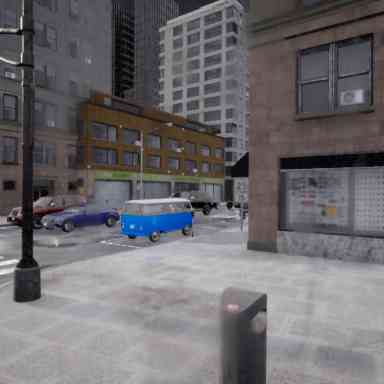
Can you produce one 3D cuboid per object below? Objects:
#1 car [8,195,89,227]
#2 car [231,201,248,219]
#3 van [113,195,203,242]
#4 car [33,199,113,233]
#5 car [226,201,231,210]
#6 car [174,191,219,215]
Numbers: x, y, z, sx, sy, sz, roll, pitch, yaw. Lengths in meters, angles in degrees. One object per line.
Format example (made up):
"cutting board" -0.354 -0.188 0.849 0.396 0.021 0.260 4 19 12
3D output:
"car" -8.399 1.123 20.372 2.192 1.841 5.009 1 1 35
"car" 5.036 1.280 24.614 2.008 1.369 4.403 1 1 35
"van" -1.439 1.208 15.451 1.690 1.788 3.998 1 1 35
"car" -6.177 1.351 18.926 1.812 1.442 4.674 0 1 35
"car" 5.458 1.178 35.369 1.895 1.301 4.718 1 1 36
"car" -0.405 0.924 27.082 2.150 2.045 5.566 0 1 35
